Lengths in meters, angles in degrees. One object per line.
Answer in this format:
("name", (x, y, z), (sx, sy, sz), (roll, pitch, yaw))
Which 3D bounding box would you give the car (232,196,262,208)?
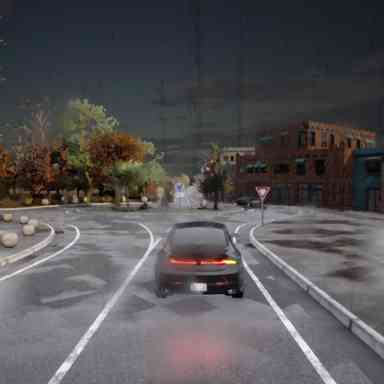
("car", (7.419, 1.291, 45.385), (2.128, 1.511, 4.902), (-1, 0, -29))

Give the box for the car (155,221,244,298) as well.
("car", (0.198, 1.499, 8.522), (1.837, 1.490, 4.892), (0, 0, 2))
